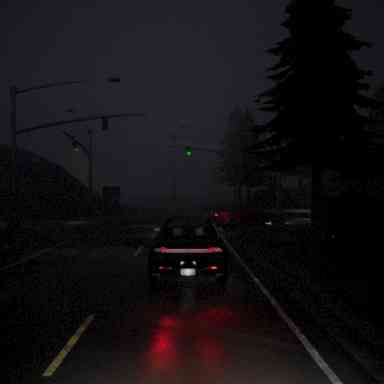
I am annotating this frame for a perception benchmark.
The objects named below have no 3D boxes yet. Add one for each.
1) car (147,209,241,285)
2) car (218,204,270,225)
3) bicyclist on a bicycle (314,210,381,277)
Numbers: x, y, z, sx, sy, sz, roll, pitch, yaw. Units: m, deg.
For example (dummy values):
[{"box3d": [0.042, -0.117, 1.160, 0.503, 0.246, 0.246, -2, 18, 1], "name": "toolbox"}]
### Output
[{"box3d": [-0.106, 1.440, 9.323, 2.128, 1.511, 4.902, 0, 0, -1], "name": "car"}, {"box3d": [3.367, 1.546, 23.092, 4.181, 1.385, 1.994, 2, 1, -30], "name": "car"}, {"box3d": [3.744, 1.256, 8.017, 1.656, 1.620, 0.582, 0, 0, -1], "name": "bicyclist on a bicycle"}]
